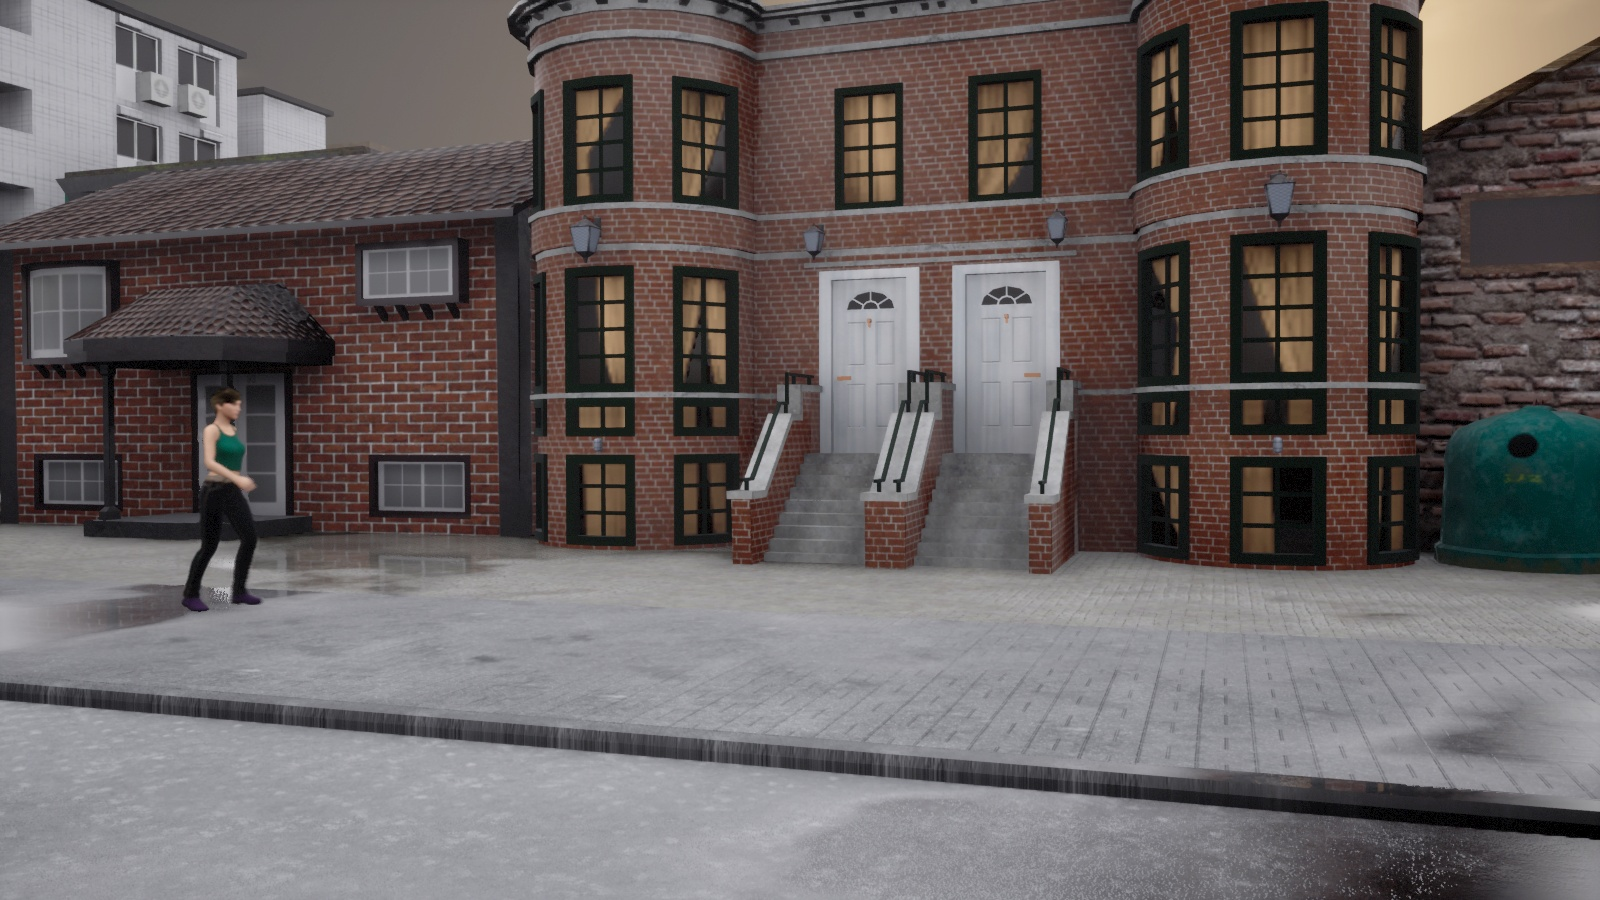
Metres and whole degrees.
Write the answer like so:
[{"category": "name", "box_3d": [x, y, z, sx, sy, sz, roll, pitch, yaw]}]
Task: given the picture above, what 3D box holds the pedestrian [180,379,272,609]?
[{"category": "pedestrian", "box_3d": [-4.697, 0.349, 10.290, 0.594, 1.836, 0.345, 0, 1, 14]}]
